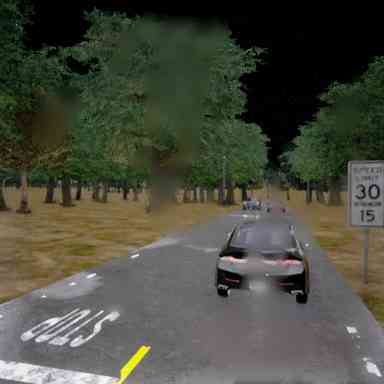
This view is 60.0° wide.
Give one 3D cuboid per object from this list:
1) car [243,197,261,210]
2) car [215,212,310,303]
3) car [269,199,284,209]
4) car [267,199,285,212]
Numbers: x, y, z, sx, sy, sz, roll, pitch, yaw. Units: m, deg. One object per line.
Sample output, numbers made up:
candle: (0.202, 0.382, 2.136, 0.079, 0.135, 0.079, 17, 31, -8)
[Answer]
car: (7.849, 1.433, 43.178, 2.097, 1.767, 4.553, 0, 0, 15)
car: (1.811, 1.485, 8.316, 2.128, 1.511, 4.902, 0, 0, 15)
car: (12.223, 1.677, 48.034, 2.033, 1.411, 5.357, 0, -1, 15)
car: (9.727, 1.616, 38.388, 1.994, 1.385, 4.181, 0, 0, 15)
